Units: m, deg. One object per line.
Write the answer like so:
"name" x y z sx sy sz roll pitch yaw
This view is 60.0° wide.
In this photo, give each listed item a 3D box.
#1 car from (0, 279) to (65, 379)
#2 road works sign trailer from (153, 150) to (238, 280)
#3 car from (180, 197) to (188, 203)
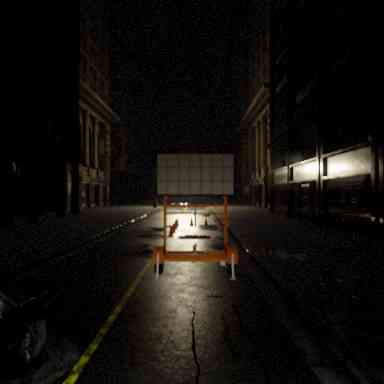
"car" -2.979 1.618 3.076 1.895 1.301 4.718 0 0 1
"road works sign trailer" 0.100 0.523 10.135 2.380 3.560 2.880 0 0 1
"car" -2.054 2.027 86.223 2.128 1.511 4.902 0 0 1
